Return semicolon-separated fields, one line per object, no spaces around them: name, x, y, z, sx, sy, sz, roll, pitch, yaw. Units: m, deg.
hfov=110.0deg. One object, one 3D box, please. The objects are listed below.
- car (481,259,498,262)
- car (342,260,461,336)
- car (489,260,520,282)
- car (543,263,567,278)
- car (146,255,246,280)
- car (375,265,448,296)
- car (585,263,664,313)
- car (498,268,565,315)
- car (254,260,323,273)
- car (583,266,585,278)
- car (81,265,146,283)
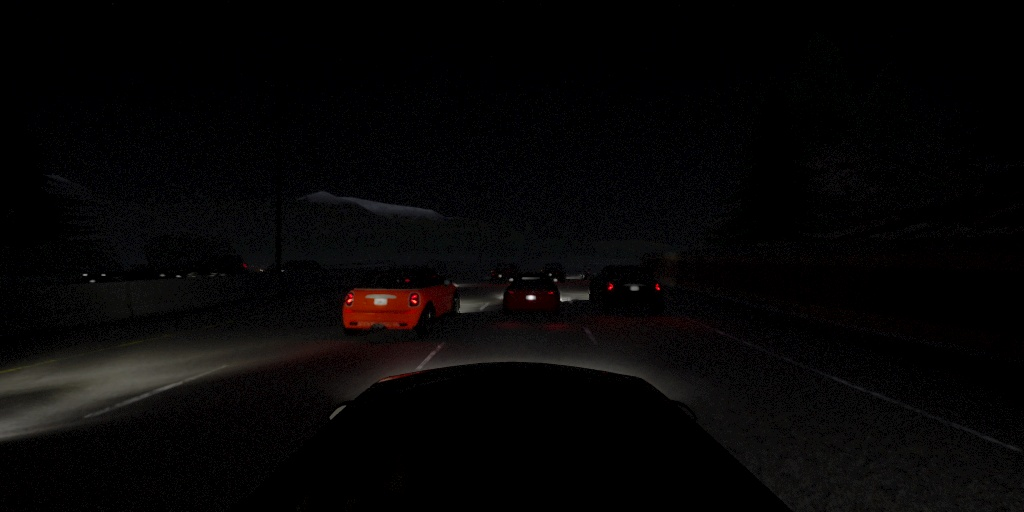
car;-3.502;1.279;64.641;1.882;1.535;5.008;0;0;25
car;-2.967;1.102;10.586;2.097;1.767;4.553;0;0;4
car;-0.435;1.302;28.945;1.812;1.442;4.674;0;0;11
car;3.566;1.317;30.844;1.812;1.442;4.674;0;0;13
car;-22.478;0.925;26.245;2.150;2.045;5.566;0;0;10
car;-5.485;1.299;20.540;2.033;1.411;5.357;0;0;8
car;4.373;1.129;14.337;2.097;1.767;4.553;0;0;5
car;0.800;1.329;13.678;1.994;1.385;4.181;0;0;5
car;-15.504;1.076;25.324;2.097;1.767;4.553;0;0;10
car;7.574;1.332;32.598;1.812;1.442;4.674;0;0;14
car;-26.224;1.290;24.900;1.895;1.301;4.718;0;0;9
